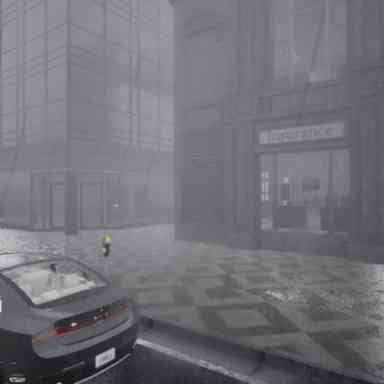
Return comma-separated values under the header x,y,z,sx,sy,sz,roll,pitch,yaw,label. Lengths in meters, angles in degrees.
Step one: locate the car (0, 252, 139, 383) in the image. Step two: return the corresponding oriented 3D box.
x,y,z,sx,sy,sz,roll,pitch,yaw,label
-2.725,1.580,4.896,4.403,1.369,2.008,0,0,35,car
